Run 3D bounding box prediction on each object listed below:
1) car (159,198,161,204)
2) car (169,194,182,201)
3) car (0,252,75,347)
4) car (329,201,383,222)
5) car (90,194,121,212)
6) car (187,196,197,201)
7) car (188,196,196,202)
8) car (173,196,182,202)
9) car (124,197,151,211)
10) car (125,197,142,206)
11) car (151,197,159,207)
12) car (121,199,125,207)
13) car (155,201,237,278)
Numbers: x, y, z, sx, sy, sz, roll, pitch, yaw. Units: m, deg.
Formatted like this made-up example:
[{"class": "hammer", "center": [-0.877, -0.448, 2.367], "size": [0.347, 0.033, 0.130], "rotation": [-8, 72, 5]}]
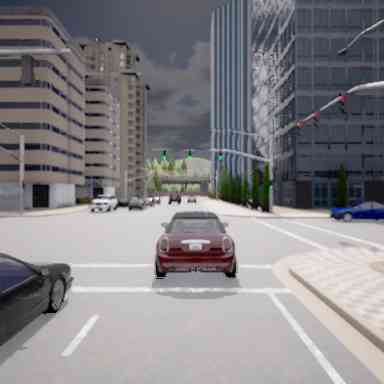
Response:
[{"class": "car", "center": [-7.015, 1.654, 63.708], "size": [2.128, 1.511, 4.902], "rotation": [0, 0, 0]}, {"class": "car", "center": [-3.404, 1.390, 66.438], "size": [2.150, 2.045, 5.566], "rotation": [0, 0, 0]}, {"class": "car", "center": [-3.414, 1.560, 4.591], "size": [2.033, 1.411, 5.357], "rotation": [0, 0, 0]}, {"class": "car", "center": [13.293, 1.488, 25.837], "size": [5.008, 1.535, 1.882], "rotation": [0, 0, 1]}, {"class": "car", "center": [-10.600, 1.325, 40.433], "size": [2.150, 2.045, 5.566], "rotation": [0, 0, 0]}, {"class": "car", "center": [-0.003, 1.730, 71.811], "size": [1.994, 1.385, 4.181], "rotation": [0, 0, 0]}, {"class": "car", "center": [-0.003, 1.698, 80.305], "size": [1.812, 1.442, 4.674], "rotation": [0, 0, 0]}, {"class": "car", "center": [-3.503, 1.684, 80.775], "size": [1.882, 1.535, 5.008], "rotation": [0, 0, 0]}, {"class": "car", "center": [-7.100, 1.660, 43.946], "size": [2.033, 1.411, 5.357], "rotation": [0, 0, 0]}, {"class": "car", "center": [-10.541, 1.646, 60.578], "size": [2.128, 1.511, 4.902], "rotation": [0, 0, 1]}, {"class": "car", "center": [-7.082, 1.628, 53.459], "size": [2.128, 1.511, 4.902], "rotation": [0, 0, 0]}, {"class": "car", "center": [-10.593, 1.729, 50.200], "size": [1.895, 1.301, 4.718], "rotation": [0, 0, 0]}, {"class": "car", "center": [0.092, 1.358, 10.351], "size": [2.097, 1.767, 4.553], "rotation": [0, 0, 0]}]
